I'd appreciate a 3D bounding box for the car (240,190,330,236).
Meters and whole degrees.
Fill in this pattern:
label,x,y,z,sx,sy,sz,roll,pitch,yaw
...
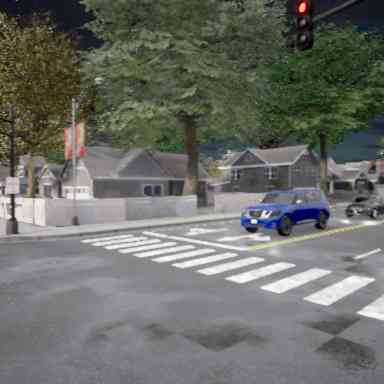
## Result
label,x,y,z,sx,sy,sz,roll,pitch,yaw
car,4.814,0.916,16.688,5.566,2.045,2.150,-1,1,-42

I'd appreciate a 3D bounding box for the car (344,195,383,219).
label,x,y,z,sx,sy,sz,roll,pitch,yaw
car,12.595,1.013,23.611,4.892,1.490,1.837,-1,1,-42
